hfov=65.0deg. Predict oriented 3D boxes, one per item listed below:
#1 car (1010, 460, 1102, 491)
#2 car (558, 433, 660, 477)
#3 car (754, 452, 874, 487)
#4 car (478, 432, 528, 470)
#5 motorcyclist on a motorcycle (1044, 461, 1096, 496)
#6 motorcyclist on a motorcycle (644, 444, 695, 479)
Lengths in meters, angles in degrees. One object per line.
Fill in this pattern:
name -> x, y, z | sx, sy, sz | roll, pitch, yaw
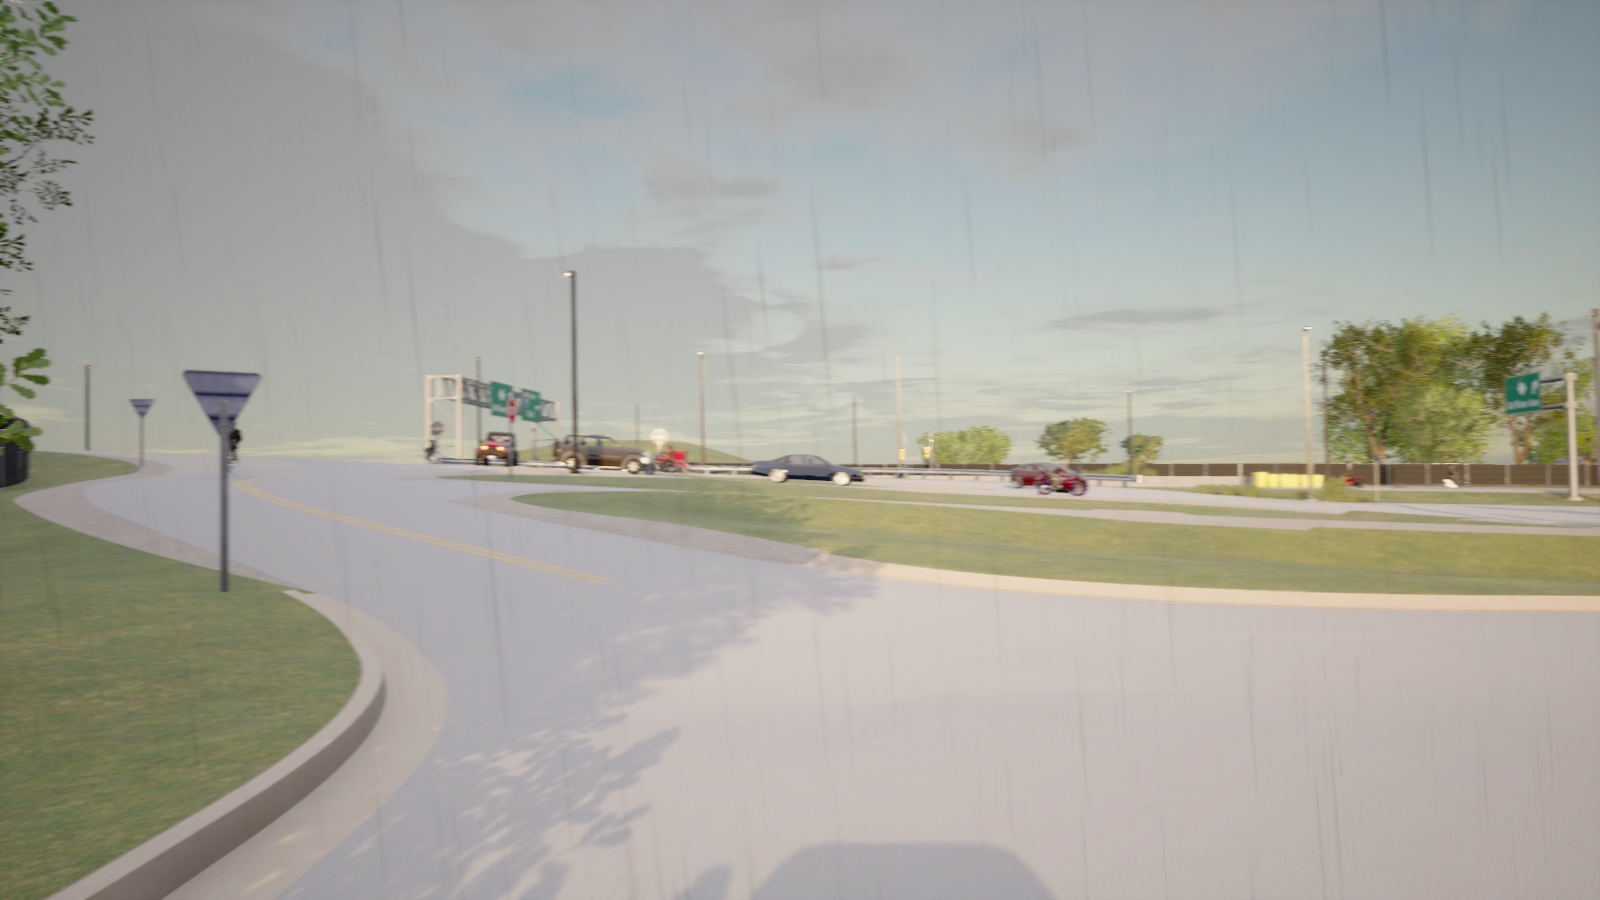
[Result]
car -> 13.794, 1.328, 67.926 | 2.163, 1.488, 4.792 | -1, 1, -32
car -> -9.082, 0.253, 59.841 | 4.605, 1.855, 1.932 | 3, -1, -8
car -> 0.671, 0.930, 58.791 | 5.357, 1.411, 2.033 | 2, -1, 7
car -> -15.780, 0.093, 66.947 | 1.905, 1.878, 3.866 | 3, -1, -4
motorcyclist on a motorcycle -> 12.336, 1.307, 57.414 | 2.191, 1.530, 0.866 | 1, -1, 5
motorcyclist on a motorcycle -> -6.559, 0.590, 63.247 | 2.350, 1.649, 0.766 | 3, -1, 7
